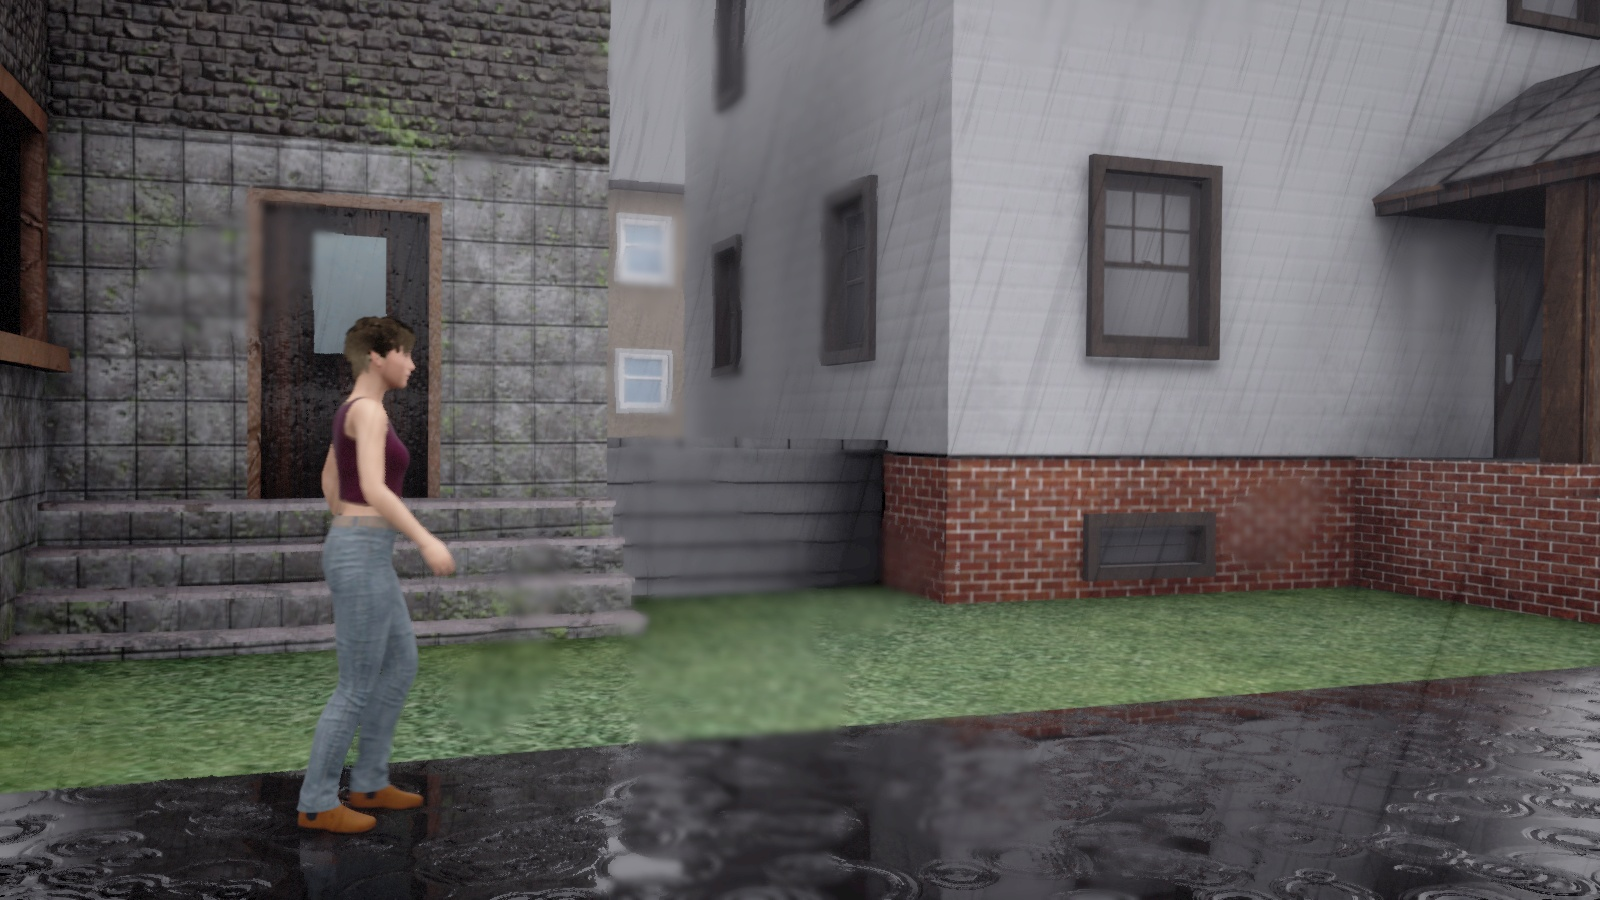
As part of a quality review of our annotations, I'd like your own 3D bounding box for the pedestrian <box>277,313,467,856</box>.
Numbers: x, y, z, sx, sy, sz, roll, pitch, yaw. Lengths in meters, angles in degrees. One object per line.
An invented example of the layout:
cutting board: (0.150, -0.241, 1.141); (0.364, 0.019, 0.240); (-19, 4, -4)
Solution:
pedestrian: (-1.536, 0.451, 4.510); (0.594, 1.836, 0.345); (-1, 1, -22)
